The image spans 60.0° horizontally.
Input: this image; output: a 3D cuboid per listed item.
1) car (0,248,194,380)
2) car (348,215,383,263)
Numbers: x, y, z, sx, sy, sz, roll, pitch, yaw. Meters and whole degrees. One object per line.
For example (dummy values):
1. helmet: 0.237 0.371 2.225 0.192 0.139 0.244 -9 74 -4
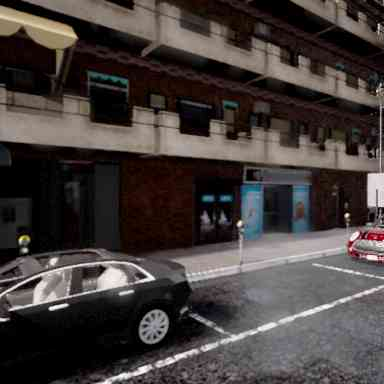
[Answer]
1. car: -2.016 1.550 4.655 4.403 1.369 2.008 0 0 -35
2. car: 6.998 1.431 11.082 4.097 1.590 1.967 0 0 -35
